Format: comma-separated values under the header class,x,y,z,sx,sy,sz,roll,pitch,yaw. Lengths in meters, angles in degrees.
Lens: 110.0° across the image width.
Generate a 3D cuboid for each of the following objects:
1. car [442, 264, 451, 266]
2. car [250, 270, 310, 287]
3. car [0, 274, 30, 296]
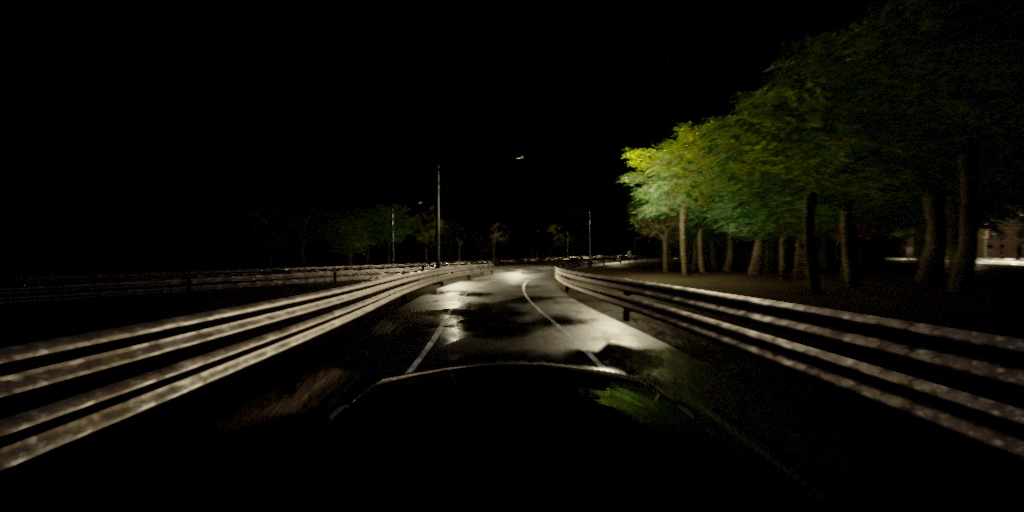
class,x,y,z,sx,sy,sz,roll,pitch,yaw
car,-9.398,1.887,51.406,1.994,1.385,4.181,0,1,37
car,-22.132,2.090,34.522,1.882,1.535,5.008,0,0,37
car,-38.139,1.734,24.928,2.150,2.045,5.566,0,0,37
